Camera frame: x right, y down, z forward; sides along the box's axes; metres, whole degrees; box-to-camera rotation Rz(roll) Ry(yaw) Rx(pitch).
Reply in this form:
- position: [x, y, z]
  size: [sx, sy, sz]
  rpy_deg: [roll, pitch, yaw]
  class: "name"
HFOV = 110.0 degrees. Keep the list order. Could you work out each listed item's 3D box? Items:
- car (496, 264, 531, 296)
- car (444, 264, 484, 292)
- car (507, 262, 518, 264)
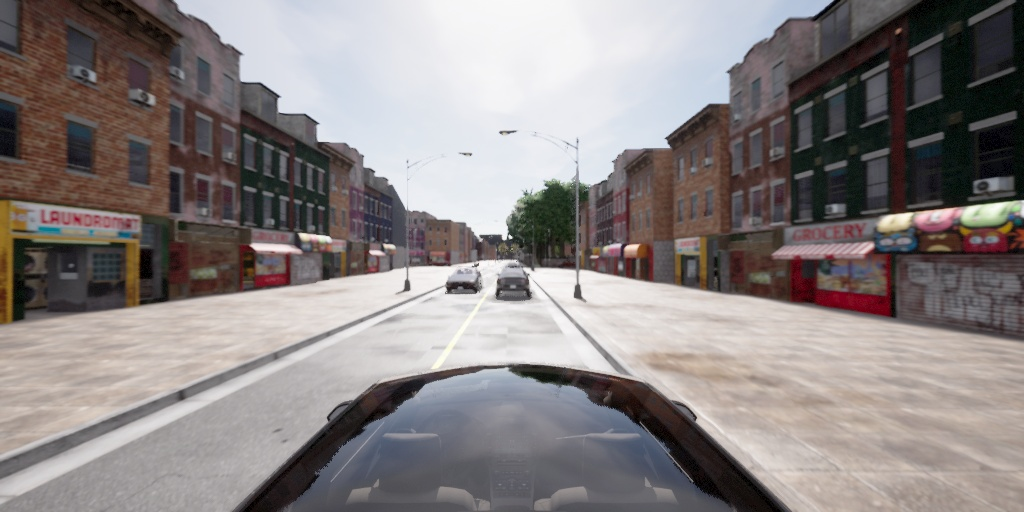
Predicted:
- position: [0.065, 1.375, 20.151]
  size: [1.812, 1.442, 4.674]
  rpy_deg: [0, 0, 0]
  class: "car"
- position: [-2.821, 1.409, 22.352]
  size: [2.033, 1.411, 5.357]
  rpy_deg: [0, 0, 0]
  class: "car"
- position: [0.069, 1.473, 42.032]
  size: [1.837, 1.490, 4.892]
  rpy_deg: [0, 0, 0]
  class: "car"
